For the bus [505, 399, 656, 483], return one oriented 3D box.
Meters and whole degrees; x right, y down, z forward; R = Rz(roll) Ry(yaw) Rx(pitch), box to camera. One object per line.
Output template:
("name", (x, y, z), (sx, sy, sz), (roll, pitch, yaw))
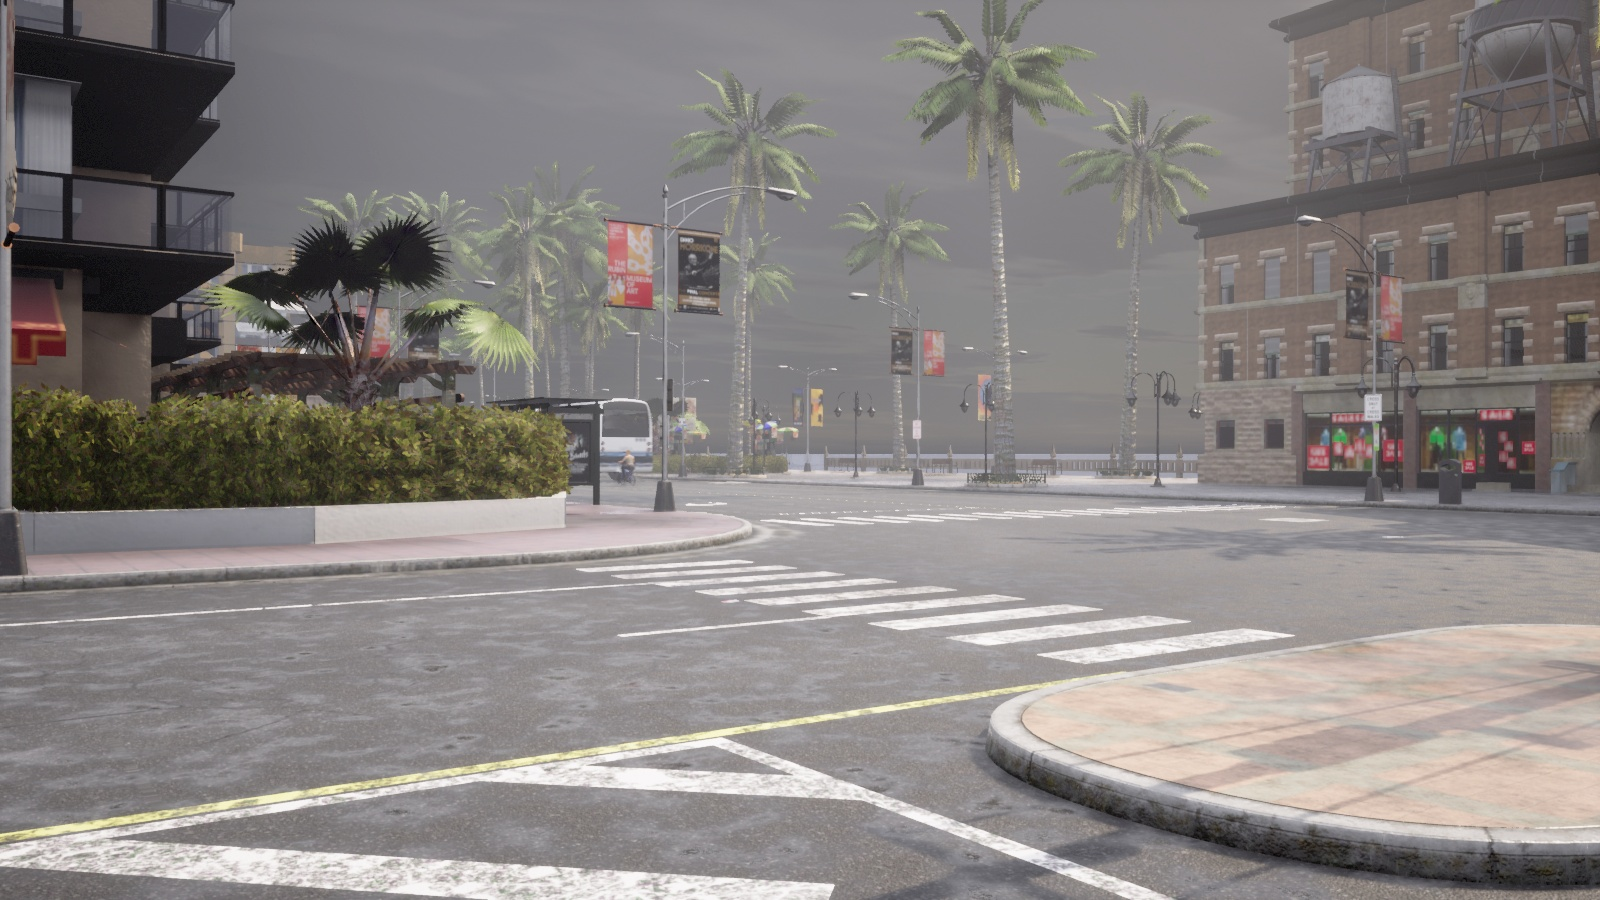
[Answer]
("bus", (-12.125, -0.438, 68.453), (3.944, 4.253, 10.273), (0, 0, -36))
